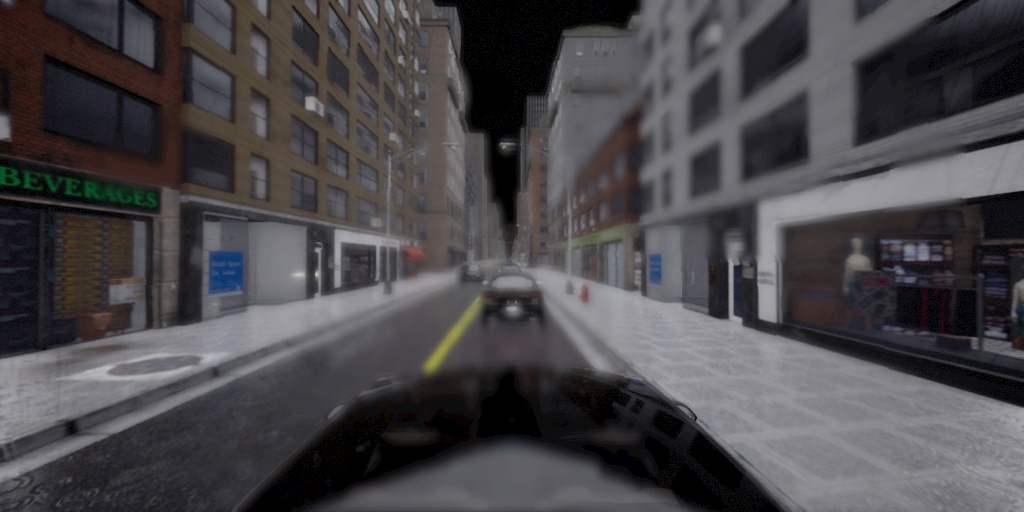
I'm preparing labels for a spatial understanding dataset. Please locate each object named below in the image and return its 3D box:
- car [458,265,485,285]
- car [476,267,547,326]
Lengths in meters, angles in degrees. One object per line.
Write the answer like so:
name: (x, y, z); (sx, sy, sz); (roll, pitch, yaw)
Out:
car: (-3.120, 1.450, 28.800); (1.882, 1.535, 5.008); (0, 0, 0)
car: (0.063, 1.312, 12.124); (1.882, 1.535, 5.008); (0, 0, 0)
